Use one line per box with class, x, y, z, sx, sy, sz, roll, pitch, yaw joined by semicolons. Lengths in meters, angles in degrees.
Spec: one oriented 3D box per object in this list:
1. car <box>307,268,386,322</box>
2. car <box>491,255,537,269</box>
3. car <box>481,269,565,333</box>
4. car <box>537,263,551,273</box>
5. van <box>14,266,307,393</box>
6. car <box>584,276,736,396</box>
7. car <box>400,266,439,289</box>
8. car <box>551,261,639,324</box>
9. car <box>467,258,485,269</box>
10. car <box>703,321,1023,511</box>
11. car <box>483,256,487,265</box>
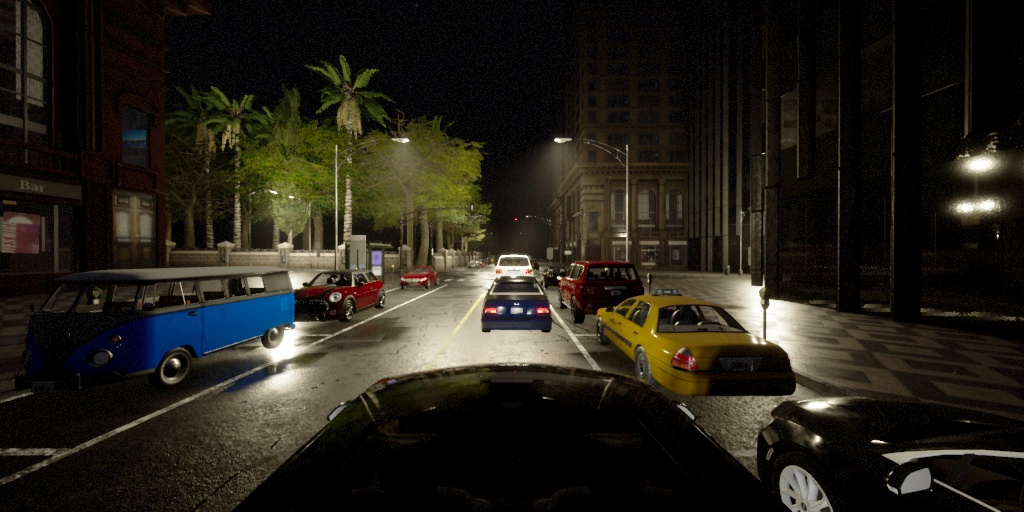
car;-5.761;1.187;11.925;1.967;1.591;4.097;0;0;0
car;0.105;0.965;21.299;2.150;2.045;5.566;0;0;0
car;0.105;1.295;10.728;2.033;1.411;5.357;0;0;0
car;2.767;1.308;22.758;1.948;1.339;4.313;0;0;0
van;-5.762;1.090;6.499;1.690;1.789;3.998;0;0;0
car;2.763;1.274;6.652;1.751;1.417;4.829;0;0;0
car;-5.759;1.324;22.778;1.802;1.307;4.207;0;0;0
car;2.764;1.062;11.908;2.192;1.841;5.009;0;0;0
car;-5.752;1.269;54.637;2.007;1.370;4.403;0;0;0
car;2.762;1.300;1.057;2.007;1.370;4.403;0;0;0
car;-5.750;1.153;60.057;1.967;1.591;4.097;0;0;0
